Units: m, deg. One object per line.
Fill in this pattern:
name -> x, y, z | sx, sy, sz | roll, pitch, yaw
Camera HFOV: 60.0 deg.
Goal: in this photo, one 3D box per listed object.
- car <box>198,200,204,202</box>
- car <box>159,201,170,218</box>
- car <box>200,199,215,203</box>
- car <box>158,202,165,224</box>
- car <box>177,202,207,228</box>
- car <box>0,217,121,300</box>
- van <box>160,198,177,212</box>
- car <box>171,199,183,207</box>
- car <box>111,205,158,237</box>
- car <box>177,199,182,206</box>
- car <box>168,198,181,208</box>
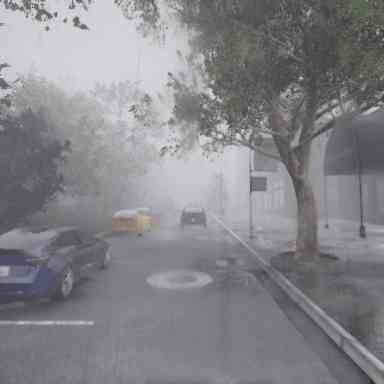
car -> 0.114, 2.088, 42.619 | 2.033, 1.411, 5.357 | 0, -1, 0
car -> -3.637, 1.909, 31.042 | 2.163, 1.488, 4.792 | 0, 0, 2
car -> 3.442, 2.577, 92.053 | 2.231, 1.521, 4.892 | -3, -2, 29
car -> -3.636, 1.805, 25.436 | 2.097, 1.535, 5.008 | 0, 0, 2
car -> 0.108, 1.801, 25.345 | 1.882, 1.535, 5.008 | 0, -1, 0
car -> -3.633, 1.615, 8.767 | 2.163, 1.488, 4.792 | 1, -1, 2
van -> -3.611, 1.846, 47.848 | 1.878, 1.987, 4.442 | 1, 0, 2
car -> -3.138, 2.250, 70.509 | 2.097, 1.535, 5.008 | 0, -1, 2
car -> -3.631, 1.732, 19.875 | 2.097, 1.535, 5.008 | 1, -1, 2
car -> -3.385, 2.173, 59.098 | 2.231, 1.521, 4.892 | 0, 0, 2
car -> -3.381, 2.084, 64.808 | 2.185, 1.767, 4.553 | -1, 0, 2
